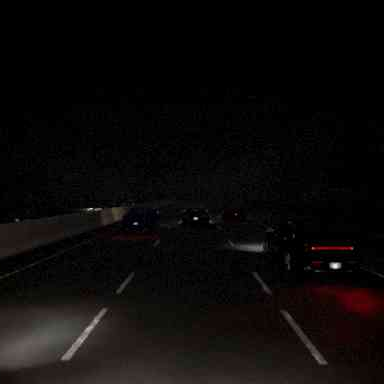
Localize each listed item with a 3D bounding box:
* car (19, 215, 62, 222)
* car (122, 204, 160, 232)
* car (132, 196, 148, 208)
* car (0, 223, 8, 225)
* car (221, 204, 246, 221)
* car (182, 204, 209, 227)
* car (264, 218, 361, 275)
[{"bbox_3d":[-10.438,1.755,23.297,1.837,1.490,4.892,0,-1,1],"label":"car"},{"bbox_3d":[-3.254,1.714,21.819,1.882,1.535,5.008,0,0,0],"label":"car"},{"bbox_3d":[-10.020,1.896,64.753,2.150,2.045,5.566,0,-1,1],"label":"car"},{"bbox_3d":[-13.946,1.801,22.241,1.994,1.385,4.181,0,-1,1],"label":"car"},{"bbox_3d":[3.822,1.818,31.251,1.882,1.535,5.008,0,0,0],"label":"car"},{"bbox_3d":[0.273,1.836,25.045,1.994,1.385,4.181,0,-1,0],"label":"car"},{"bbox_3d":[3.663,1.626,10.872,1.837,1.490,4.892,0,0,0],"label":"car"}]
